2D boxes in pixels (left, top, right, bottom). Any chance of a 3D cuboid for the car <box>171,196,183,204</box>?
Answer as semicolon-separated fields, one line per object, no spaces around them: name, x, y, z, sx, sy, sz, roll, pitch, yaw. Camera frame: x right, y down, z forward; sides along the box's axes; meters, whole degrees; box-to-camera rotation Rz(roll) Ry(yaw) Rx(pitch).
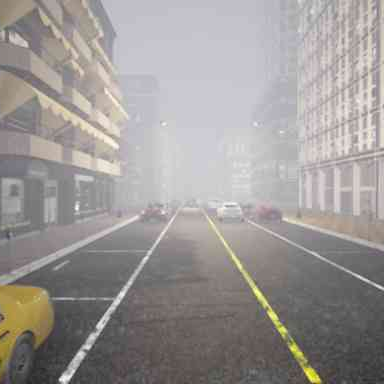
car;-2.909;1.544;64.870;2.008;1.369;4.403;0;0;0

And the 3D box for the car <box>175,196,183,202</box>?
car;-3.001;1.582;77.788;1.802;1.307;4.206;0;0;0

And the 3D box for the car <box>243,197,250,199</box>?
car;5.562;1.569;36.655;2.008;1.369;4.403;0;0;0

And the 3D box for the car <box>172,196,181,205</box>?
car;-2.892;1.542;59.222;2.008;1.369;4.403;0;0;0

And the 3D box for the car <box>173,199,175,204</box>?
car;-2.800;1.567;30.979;1.802;1.307;4.206;0;0;0

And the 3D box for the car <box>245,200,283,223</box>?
car;5.599;1.563;25.358;1.887;1.381;4.507;0;0;0

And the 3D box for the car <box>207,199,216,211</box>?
car;2.901;1.533;40.987;1.812;1.442;4.674;0;0;0

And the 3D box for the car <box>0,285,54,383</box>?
car;-2.708;1.514;2.567;1.752;1.417;4.829;0;0;0

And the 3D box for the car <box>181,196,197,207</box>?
car;-0.169;1.489;49.825;2.128;1.511;4.902;0;0;0

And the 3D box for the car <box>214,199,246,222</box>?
car;2.959;1.534;26.245;1.812;1.442;4.674;0;0;0

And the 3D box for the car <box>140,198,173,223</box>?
car;-2.781;1.425;25.331;1.967;1.590;4.097;0;0;0
